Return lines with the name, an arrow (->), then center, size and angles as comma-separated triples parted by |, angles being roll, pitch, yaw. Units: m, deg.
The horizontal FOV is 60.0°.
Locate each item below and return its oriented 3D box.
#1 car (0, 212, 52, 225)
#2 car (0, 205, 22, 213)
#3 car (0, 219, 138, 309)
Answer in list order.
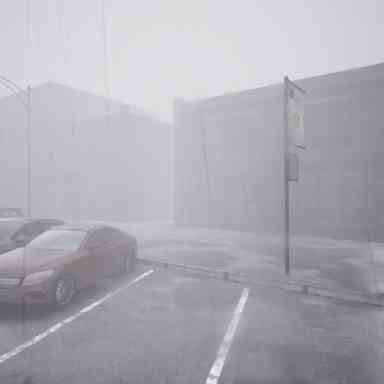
car -> -5.337, 1.518, 9.870 | 2.163, 1.488, 4.792 | 1, -1, 16
car -> -7.757, 1.367, 11.679 | 2.185, 1.767, 4.553 | 1, -1, 16
car -> -2.887, 1.528, 8.153 | 2.002, 1.452, 4.674 | 1, -1, 16
